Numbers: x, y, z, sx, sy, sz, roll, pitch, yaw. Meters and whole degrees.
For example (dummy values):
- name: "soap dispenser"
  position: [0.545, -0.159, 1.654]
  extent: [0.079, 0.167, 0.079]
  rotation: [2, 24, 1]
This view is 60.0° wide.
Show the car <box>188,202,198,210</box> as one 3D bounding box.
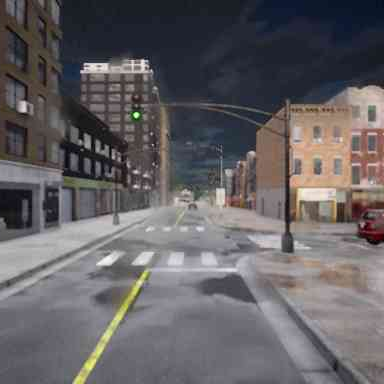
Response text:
- name: "car"
  position: [0.121, 3.008, 71.116]
  extent: [1.837, 1.490, 4.892]
  rotation: [0, -2, 0]

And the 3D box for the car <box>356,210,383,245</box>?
- name: "car"
  position: [10.835, 1.830, 16.508]
  extent: [5.009, 1.841, 2.192]
  rotation: [1, -1, 0]
